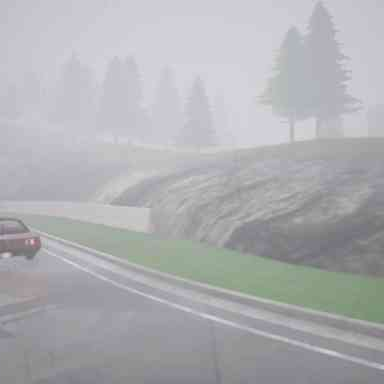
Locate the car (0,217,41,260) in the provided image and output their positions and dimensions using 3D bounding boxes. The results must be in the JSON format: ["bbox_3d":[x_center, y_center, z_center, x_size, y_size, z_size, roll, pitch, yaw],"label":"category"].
[{"bbox_3d":[-6.715,1.502,11.197,1.895,1.301,4.718,0,0,-40],"label":"car"}]
